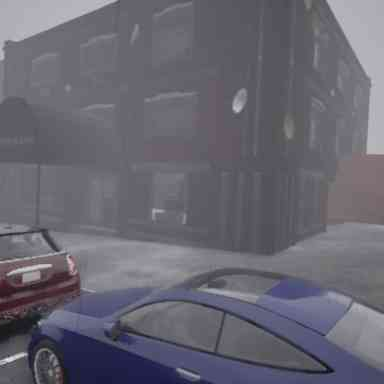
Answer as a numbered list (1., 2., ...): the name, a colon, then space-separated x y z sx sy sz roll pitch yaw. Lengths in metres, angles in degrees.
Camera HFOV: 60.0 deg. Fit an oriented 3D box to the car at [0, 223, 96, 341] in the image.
1. car: -4.323 1.404 6.615 4.553 1.767 2.185 0 0 35
